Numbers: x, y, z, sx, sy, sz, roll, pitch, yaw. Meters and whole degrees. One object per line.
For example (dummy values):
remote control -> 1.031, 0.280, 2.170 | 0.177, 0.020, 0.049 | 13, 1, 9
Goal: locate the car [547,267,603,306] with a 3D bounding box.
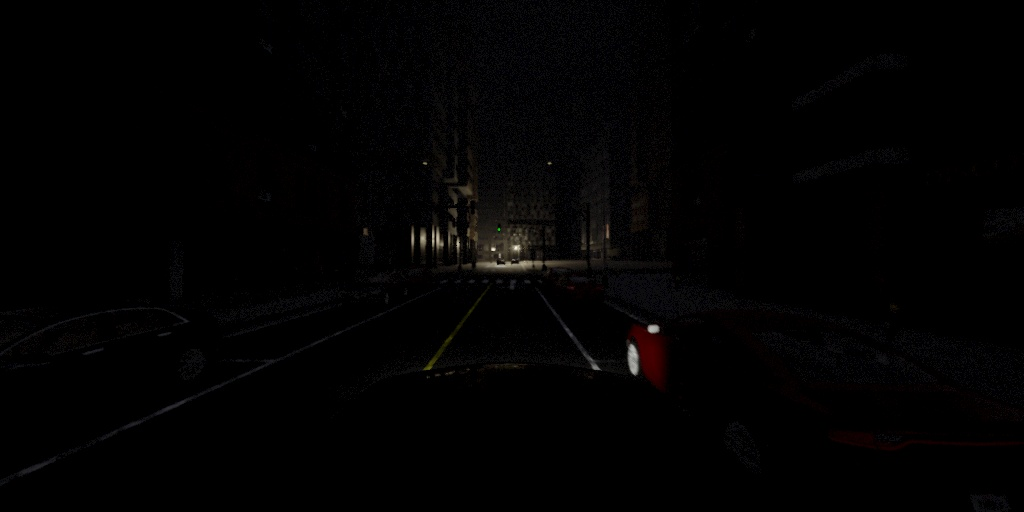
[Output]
car -> 2.763, 1.337, 15.523 | 1.802, 1.307, 4.207 | 0, 0, 0

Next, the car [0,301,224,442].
car -> -5.763, 1.302, 4.306 | 2.007, 1.370, 4.403 | 0, 0, 0

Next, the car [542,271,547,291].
car -> 2.764, 1.301, 21.132 | 1.888, 1.381, 4.507 | 0, 0, 0

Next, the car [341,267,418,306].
car -> -5.763, 1.305, 15.524 | 2.007, 1.370, 4.403 | 0, 0, 0

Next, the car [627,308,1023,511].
car -> 2.763, 1.296, 4.304 | 1.888, 1.381, 4.507 | 0, 0, 0

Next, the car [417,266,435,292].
car -> -5.762, 1.301, 21.133 | 1.888, 1.381, 4.507 | 0, 0, 0
